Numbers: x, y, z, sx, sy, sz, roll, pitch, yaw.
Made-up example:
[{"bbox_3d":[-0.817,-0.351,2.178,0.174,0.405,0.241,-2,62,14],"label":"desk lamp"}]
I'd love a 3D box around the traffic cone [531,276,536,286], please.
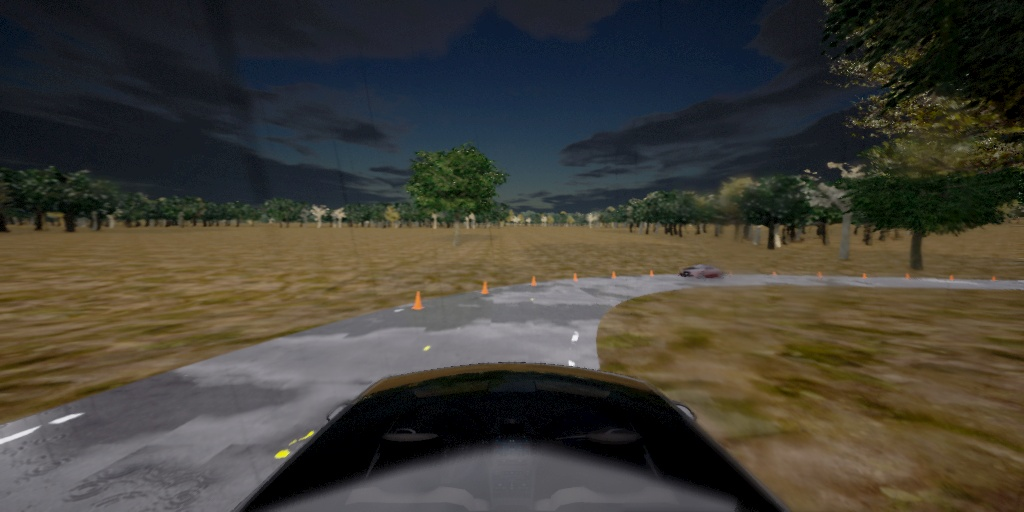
[{"bbox_3d":[1.347,1.521,22.342,0.340,0.580,0.340,0,0,34],"label":"traffic cone"}]

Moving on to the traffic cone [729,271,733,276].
[{"bbox_3d":[22.911,1.742,37.566,0.340,0.580,0.340,0,0,-14],"label":"traffic cone"}]

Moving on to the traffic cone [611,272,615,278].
[{"bbox_3d":[8.589,1.544,30.302,0.340,0.580,0.340,0,0,-39],"label":"traffic cone"}]

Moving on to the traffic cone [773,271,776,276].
[{"bbox_3d":[28.212,1.865,38.524,0.340,0.580,0.340,0,0,-6],"label":"traffic cone"}]

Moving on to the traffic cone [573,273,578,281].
[{"bbox_3d":[4.679,1.525,26.586,0.340,0.580,0.340,0,0,42],"label":"traffic cone"}]

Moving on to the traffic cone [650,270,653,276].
[{"bbox_3d":[12.995,1.584,33.412,0.340,0.580,0.340,0,0,-31],"label":"traffic cone"}]

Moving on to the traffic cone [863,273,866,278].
[{"bbox_3d":[38.360,2.121,39.047,0.340,0.580,0.340,0,0,-2],"label":"traffic cone"}]

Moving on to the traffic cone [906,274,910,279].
[{"bbox_3d":[43.355,2.232,39.269,0.340,0.580,0.340,0,0,-2],"label":"traffic cone"}]

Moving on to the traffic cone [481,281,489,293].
[{"bbox_3d":[-1.339,1.526,17.659,0.340,0.580,0.340,0,0,26],"label":"traffic cone"}]

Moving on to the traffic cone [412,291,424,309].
[{"bbox_3d":[-3.319,1.541,12.633,0.340,0.580,0.340,0,0,18],"label":"traffic cone"}]

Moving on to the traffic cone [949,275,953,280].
[{"bbox_3d":[48.349,2.342,39.491,0.340,0.580,0.340,0,0,-2],"label":"traffic cone"}]

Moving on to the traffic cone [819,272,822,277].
[{"bbox_3d":[33.367,2.001,38.825,0.340,0.580,0.340,0,0,-2],"label":"traffic cone"}]

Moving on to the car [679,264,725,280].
[{"bbox_3d":[17.433,1.436,32.918,4.181,1.385,1.994,1,4,-24],"label":"car"}]
